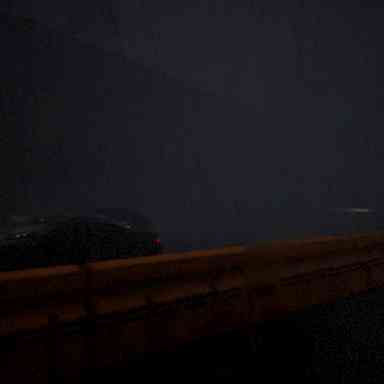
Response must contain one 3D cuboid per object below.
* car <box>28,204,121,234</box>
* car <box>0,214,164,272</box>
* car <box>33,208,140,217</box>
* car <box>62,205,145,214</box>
[{"bbox_3d":[-7.104,1.536,20.288,5.008,1.535,1.882,1,-1,-35],"label":"car"},{"bbox_3d":[-3.507,1.576,10.048,5.357,1.411,2.033,1,0,-35],"label":"car"},{"bbox_3d":[-4.758,1.563,13.406,4.674,1.442,1.812,1,-1,-35],"label":"car"},{"bbox_3d":[-4.616,1.571,17.751,4.892,1.490,1.837,1,-1,-34],"label":"car"}]
